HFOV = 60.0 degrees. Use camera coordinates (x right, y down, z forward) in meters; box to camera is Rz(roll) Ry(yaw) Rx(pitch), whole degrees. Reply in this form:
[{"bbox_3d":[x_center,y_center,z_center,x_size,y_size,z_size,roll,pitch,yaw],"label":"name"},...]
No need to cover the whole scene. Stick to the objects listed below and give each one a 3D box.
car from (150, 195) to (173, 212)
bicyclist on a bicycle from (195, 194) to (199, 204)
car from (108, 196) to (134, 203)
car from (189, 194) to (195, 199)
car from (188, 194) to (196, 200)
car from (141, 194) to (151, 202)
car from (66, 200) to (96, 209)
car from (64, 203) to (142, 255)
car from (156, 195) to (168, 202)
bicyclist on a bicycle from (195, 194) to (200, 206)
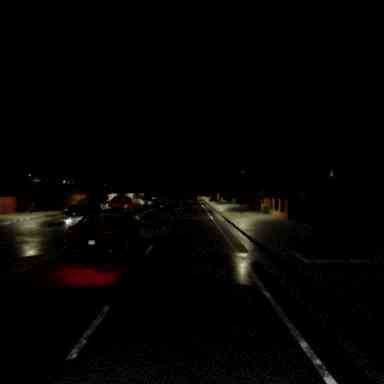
[{"bbox_3d":[-3.145,1.343,36.973,1.882,1.535,5.008,0,0,0],"label":"car"},{"bbox_3d":[0.900,1.194,59.692,0.659,1.776,1.843,0,0,0],"label":"bicyclist on a bicycle"},{"bbox_3d":[-6.592,1.231,30.707,2.097,1.767,4.553,0,0,0],"label":"car"},{"bbox_3d":[0.012,1.167,95.268,1.812,1.442,4.674,0,0,0],"label":"car"},{"bbox_3d":[0.009,1.177,77.772,2.128,1.511,4.902,0,0,0],"label":"car"},{"bbox_3d":[-9.741,1.271,71.814,1.837,1.490,4.892,0,0,0],"label":"car"},{"bbox_3d":[-9.845,1.427,30.467,2.033,1.411,5.357,0,0,0],"label":"car"},{"bbox_3d":[-3.153,1.413,12.931,1.882,1.535,5.008,0,1,0],"label":"car"},{"bbox_3d":[-6.491,1.311,71.814,2.033,1.411,5.357,0,0,0],"label":"car"},{"bbox_3d":[0.895,1.279,50.694,0.866,1.612,1.509,0,0,0],"label":"bicyclist on a bicycle"}]
